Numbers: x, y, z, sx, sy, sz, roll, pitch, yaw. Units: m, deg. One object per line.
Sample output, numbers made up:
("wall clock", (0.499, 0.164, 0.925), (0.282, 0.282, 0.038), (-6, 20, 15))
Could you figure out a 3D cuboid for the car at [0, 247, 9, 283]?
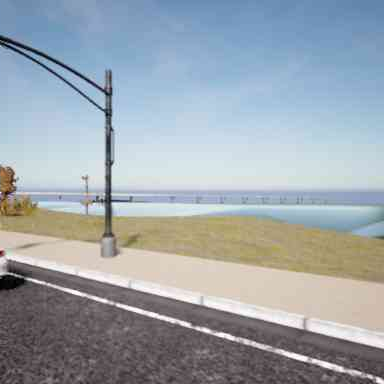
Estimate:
("car", (-6.295, 1.518, 8.174), (4.674, 1.442, 1.812), (0, 0, 36))
